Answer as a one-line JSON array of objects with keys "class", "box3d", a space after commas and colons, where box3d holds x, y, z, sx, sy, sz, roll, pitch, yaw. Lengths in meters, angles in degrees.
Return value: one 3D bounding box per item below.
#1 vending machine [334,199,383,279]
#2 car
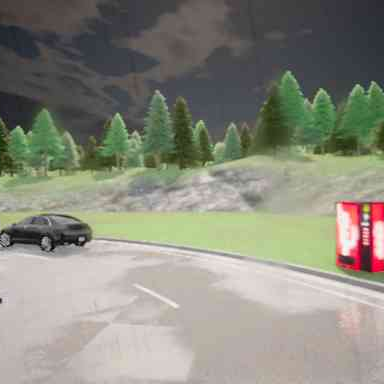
[{"class": "vending machine", "box3d": [4.834, 1.260, 9.525, 1.100, 2.100, 0.880, 0, -1, -30]}, {"class": "car", "box3d": [-6.667, 1.747, 15.012, 4.892, 1.490, 1.837, -1, -2, 30]}]
